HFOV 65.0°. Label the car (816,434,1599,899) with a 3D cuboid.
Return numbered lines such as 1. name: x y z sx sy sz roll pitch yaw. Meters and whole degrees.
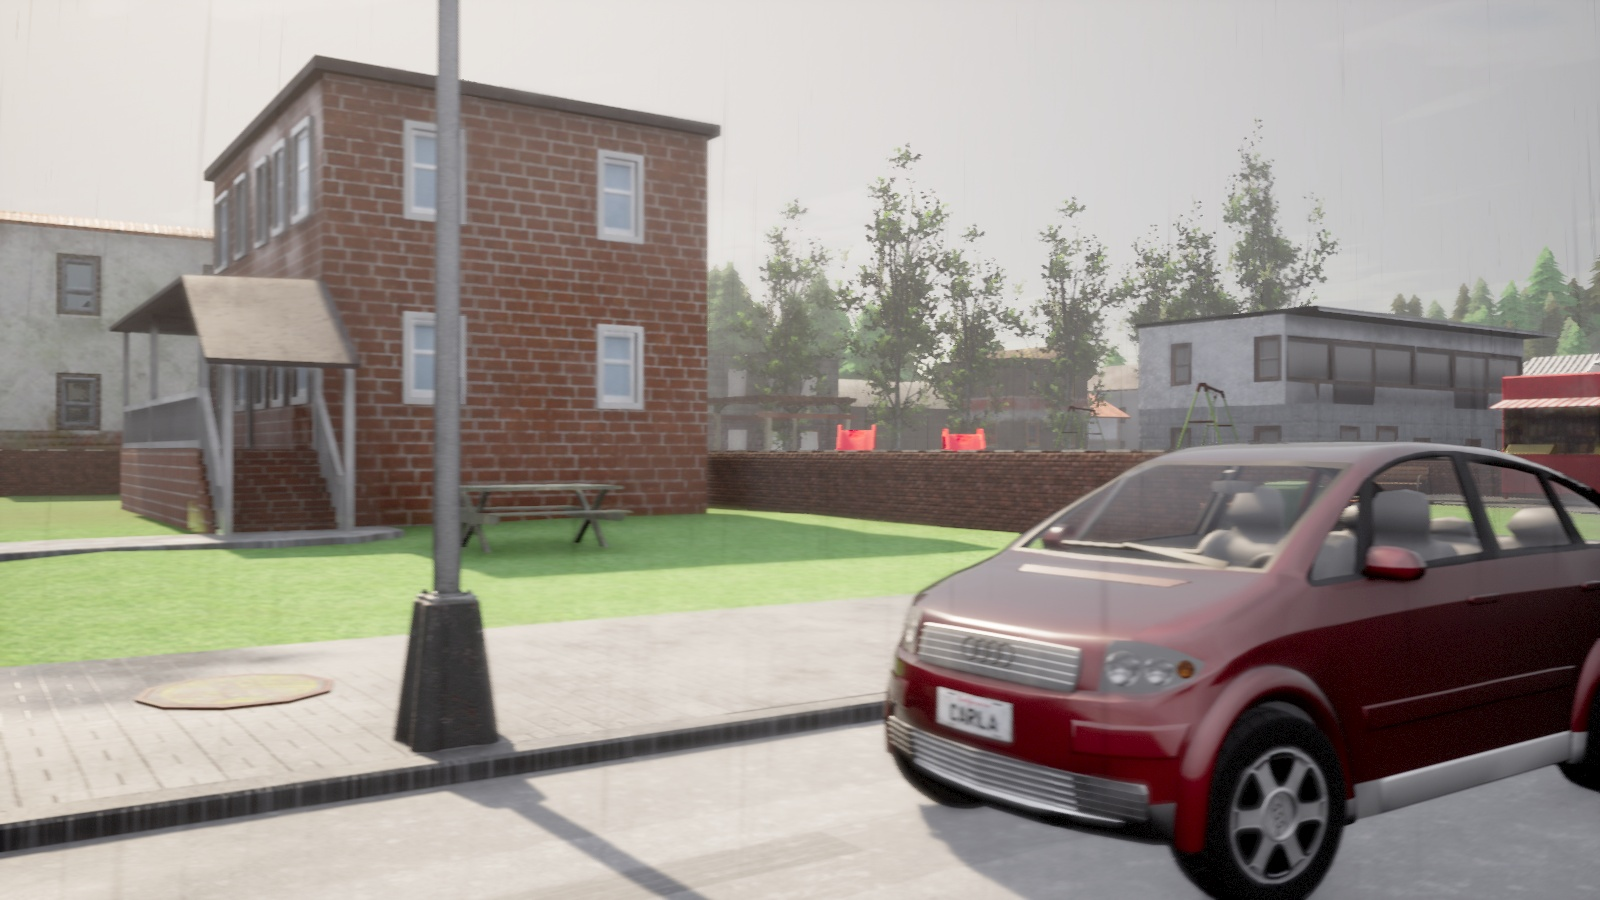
1. car: 2.097 0.732 5.401 3.705 1.549 1.789 0 0 -34
